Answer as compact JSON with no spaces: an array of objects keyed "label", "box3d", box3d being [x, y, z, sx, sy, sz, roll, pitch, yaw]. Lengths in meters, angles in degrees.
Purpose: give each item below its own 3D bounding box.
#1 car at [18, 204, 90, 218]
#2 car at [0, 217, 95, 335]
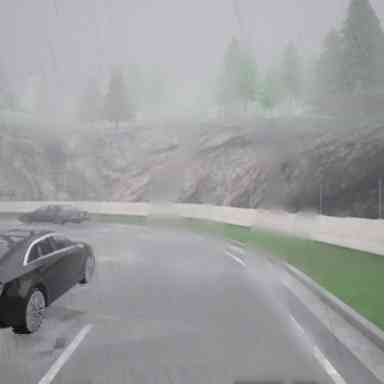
[{"label":"car","box3d":[-9.771,1.586,23.497,5.357,1.411,2.033,0,0,23]},{"label":"car","box3d":[-3.411,1.502,6.705,2.128,1.511,4.902,0,0,-1]}]
